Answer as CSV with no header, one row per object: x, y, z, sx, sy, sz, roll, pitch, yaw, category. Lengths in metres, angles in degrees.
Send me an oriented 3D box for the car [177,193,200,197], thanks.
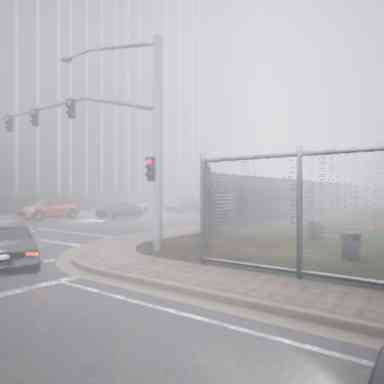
-0.684,1.197,42.106,2.150,2.045,5.566,0,0,35,car

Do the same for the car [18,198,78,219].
-11.600,1.330,26.884,2.097,1.767,4.553,0,0,36,car

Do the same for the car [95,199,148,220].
-6.187,1.536,28.427,1.994,1.385,4.181,0,0,36,car

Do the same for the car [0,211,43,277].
-5.655,1.544,9.879,2.033,1.411,5.357,0,0,-31,car

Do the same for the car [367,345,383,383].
3.666,1.544,1.375,5.357,1.411,2.033,0,0,36,car

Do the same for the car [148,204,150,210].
-6.351,1.503,34.179,1.812,1.442,4.674,0,0,36,car

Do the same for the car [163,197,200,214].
-0.803,1.519,35.939,2.033,1.411,5.357,0,0,36,car
